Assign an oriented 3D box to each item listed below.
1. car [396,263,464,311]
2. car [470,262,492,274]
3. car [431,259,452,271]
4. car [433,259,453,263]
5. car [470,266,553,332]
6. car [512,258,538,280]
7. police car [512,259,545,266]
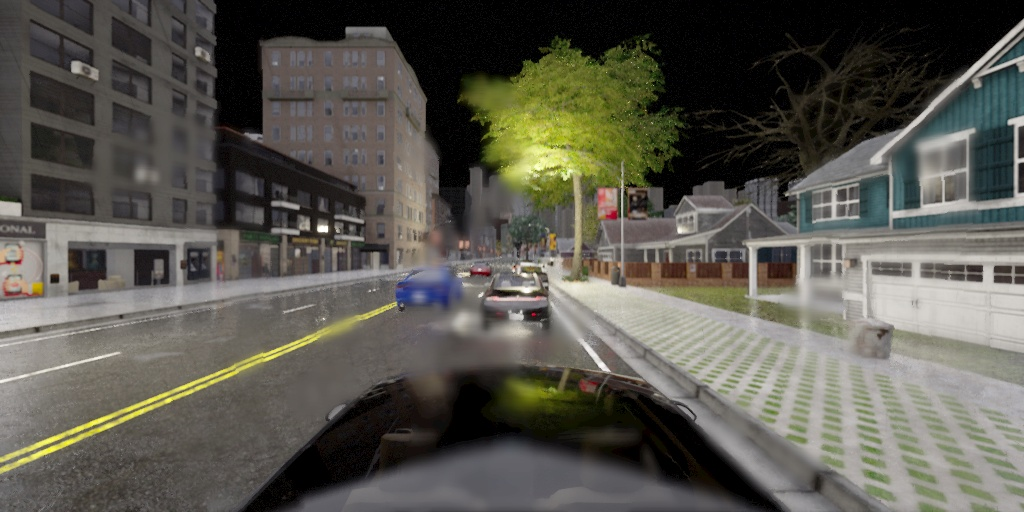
[{"bbox_3d":[-3.103,1.221,14.483,1.882,1.535,5.008,0,0,0],"label":"car"},{"bbox_3d":[-3.026,1.284,35.818,1.994,1.385,4.181,0,0,0],"label":"car"},{"bbox_3d":[-9.671,1.183,49.438,1.882,1.535,5.008,0,0,0],"label":"car"},{"bbox_3d":[-6.478,1.269,35.228,2.033,1.411,5.357,0,0,0],"label":"car"},{"bbox_3d":[0.132,1.237,10.904,2.128,1.511,4.902,0,0,0],"label":"car"},{"bbox_3d":[1.081,1.077,31.013,2.097,1.767,4.553,0,0,0],"label":"car"},{"bbox_3d":[1.046,1.162,21.153,1.930,1.638,5.238,0,0,0],"label":"police car"}]
